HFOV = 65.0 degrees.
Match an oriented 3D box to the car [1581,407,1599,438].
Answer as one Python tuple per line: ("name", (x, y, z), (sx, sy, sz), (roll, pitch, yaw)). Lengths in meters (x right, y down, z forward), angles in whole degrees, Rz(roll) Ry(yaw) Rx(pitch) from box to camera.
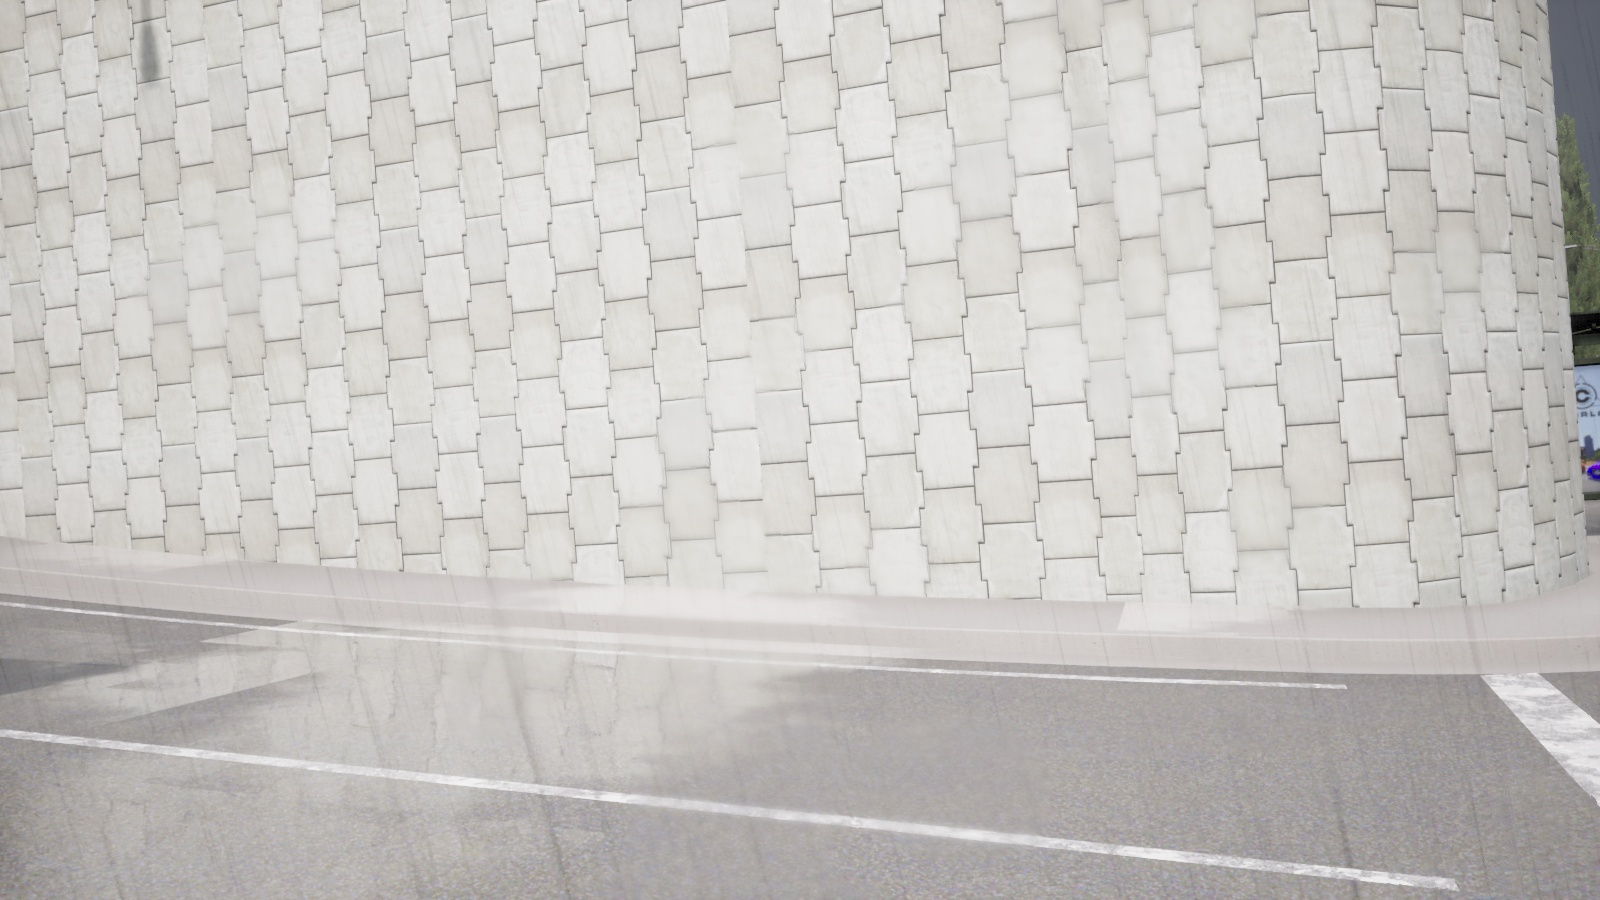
("car", (47.172, -1.683, 72.784), (2.242, 1.667, 4.611), (-4, -1, 44))
